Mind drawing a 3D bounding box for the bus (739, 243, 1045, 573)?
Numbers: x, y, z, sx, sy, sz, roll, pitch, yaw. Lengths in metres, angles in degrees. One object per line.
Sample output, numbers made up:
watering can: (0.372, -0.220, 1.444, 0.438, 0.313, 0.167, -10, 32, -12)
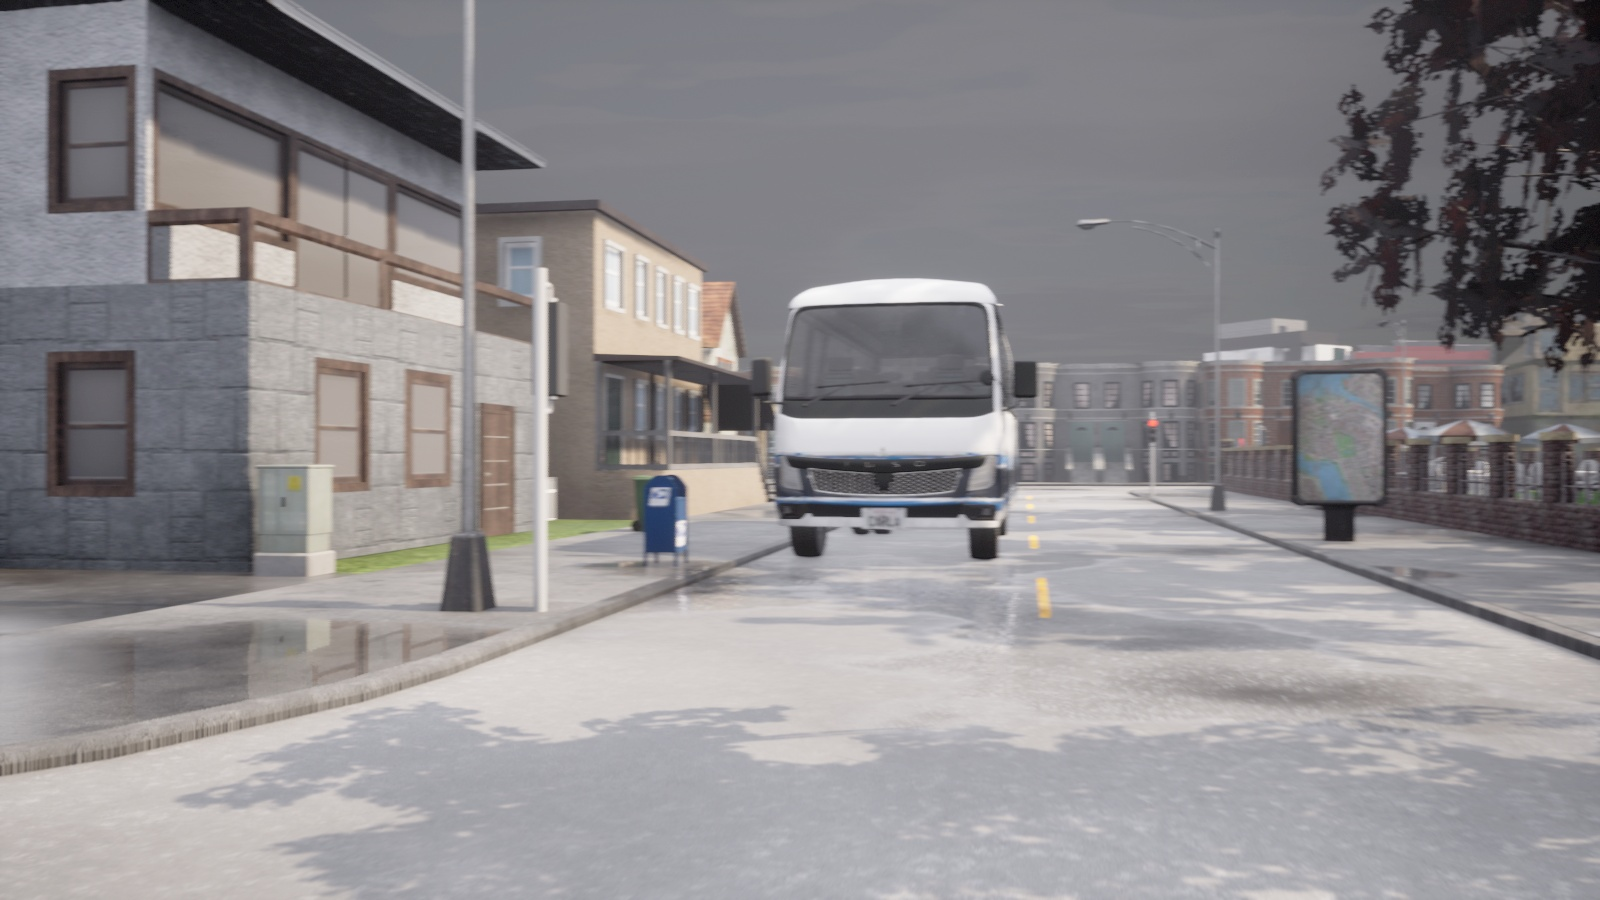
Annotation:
bus: (2.150, -0.501, 21.607, 3.944, 4.253, 10.273, 0, 0, 12)
